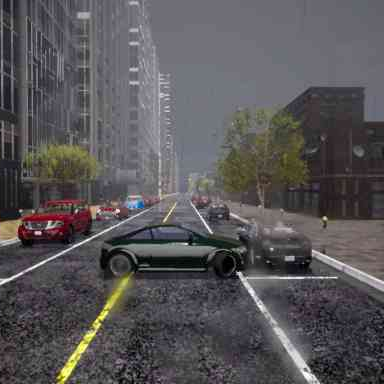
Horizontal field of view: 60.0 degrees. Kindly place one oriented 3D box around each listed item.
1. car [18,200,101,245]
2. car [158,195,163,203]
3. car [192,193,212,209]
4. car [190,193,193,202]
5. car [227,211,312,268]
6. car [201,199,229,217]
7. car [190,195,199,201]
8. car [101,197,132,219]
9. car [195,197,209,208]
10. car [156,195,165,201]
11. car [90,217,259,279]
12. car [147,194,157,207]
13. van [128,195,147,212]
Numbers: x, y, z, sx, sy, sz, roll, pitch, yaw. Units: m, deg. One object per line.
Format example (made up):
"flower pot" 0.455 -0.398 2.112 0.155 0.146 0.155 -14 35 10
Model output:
"car" -6.174 1.310 15.700 2.192 1.841 5.009 -1 0 -1
"car" -7.350 1.522 66.227 1.887 1.381 4.507 -1 0 -1
"car" 1.586 1.301 44.298 2.192 1.841 5.009 -1 0 -1
"car" 0.884 1.291 71.962 2.192 1.841 5.009 -1 0 -1
"car" 2.561 1.548 11.105 2.008 1.369 4.403 -1 0 -1
"car" 2.041 1.543 26.964 2.008 1.369 4.403 -1 0 -1
"car" 0.607 1.538 83.027 1.947 1.339 4.313 -1 0 -1
"car" -6.362 1.432 26.768 1.967 1.590 4.097 -1 0 -1
"car" 1.445 1.509 50.000 1.752 1.417 4.829 -1 0 -1
"car" -7.767 1.497 82.656 1.752 1.417 4.829 -1 0 -1
"car" -0.457 1.557 9.504 4.181 1.385 1.994 0 0 -1
"car" -6.932 1.299 49.628 2.192 1.841 5.009 -1 0 -1
"van" -6.651 1.329 38.562 1.690 1.788 3.998 -1 0 -1
